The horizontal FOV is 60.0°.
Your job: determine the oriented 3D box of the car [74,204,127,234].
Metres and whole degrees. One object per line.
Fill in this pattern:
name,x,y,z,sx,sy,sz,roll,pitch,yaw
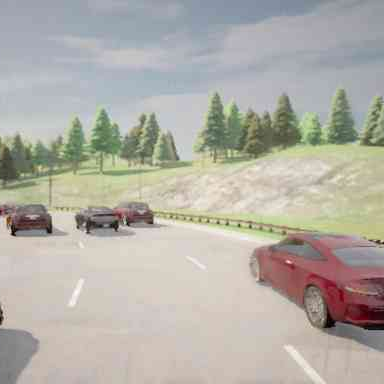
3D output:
car,-5.906,1.609,20.257,2.128,1.511,4.902,0,0,-30

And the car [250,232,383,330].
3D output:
car,2.724,1.563,6.964,1.812,1.442,4.674,0,0,-9

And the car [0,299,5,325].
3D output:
car,-3.817,1.588,3.549,1.994,1.385,4.181,0,0,-6

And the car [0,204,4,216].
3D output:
car,-18.890,1.805,33.941,4.718,1.301,1.895,0,0,35

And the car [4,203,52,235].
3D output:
car,-9.825,1.471,19.958,2.097,1.767,4.553,0,0,-32

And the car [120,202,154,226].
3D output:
car,-4.645,1.493,24.649,2.097,1.767,4.553,0,0,-33
